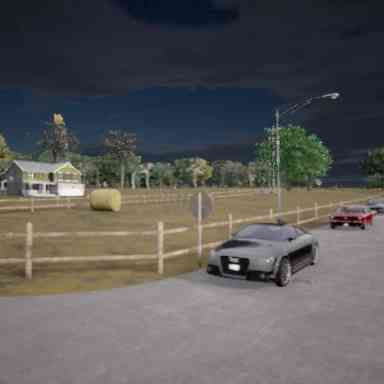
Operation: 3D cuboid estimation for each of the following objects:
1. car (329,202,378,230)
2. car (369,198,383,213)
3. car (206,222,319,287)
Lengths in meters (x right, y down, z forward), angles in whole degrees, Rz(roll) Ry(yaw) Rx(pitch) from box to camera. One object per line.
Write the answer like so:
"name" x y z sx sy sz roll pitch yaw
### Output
"car" 9.819 1.494 20.327 1.895 1.301 4.718 -1 0 35
"car" 17.306 1.282 30.843 2.033 1.411 5.357 -1 0 36
"car" 2.160 1.586 9.544 1.994 1.385 4.181 -1 0 36
